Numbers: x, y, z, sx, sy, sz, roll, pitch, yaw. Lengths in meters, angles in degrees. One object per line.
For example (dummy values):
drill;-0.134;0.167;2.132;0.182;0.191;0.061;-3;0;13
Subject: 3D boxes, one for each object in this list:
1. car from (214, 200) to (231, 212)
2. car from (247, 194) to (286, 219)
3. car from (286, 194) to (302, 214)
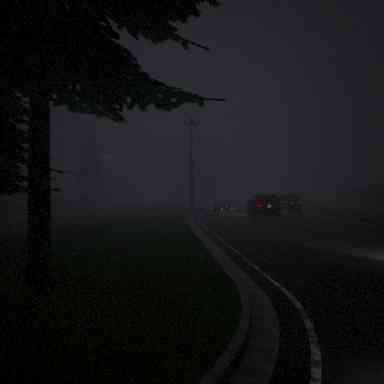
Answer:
car;3.569;1.588;38.927;1.895;1.301;4.718;0;0;7
car;6.158;1.211;28.801;2.150;2.045;5.566;0;0;2
car;10.222;1.208;35.587;2.150;2.045;5.566;0;0;6
